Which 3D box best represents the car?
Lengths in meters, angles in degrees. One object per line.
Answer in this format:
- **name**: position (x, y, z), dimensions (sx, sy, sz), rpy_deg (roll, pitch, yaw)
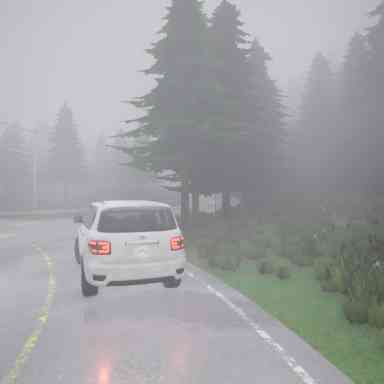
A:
- **car**: position (-1.894, 1.221, 8.971), dimensions (2.150, 2.045, 5.566), rpy_deg (0, 0, -20)
